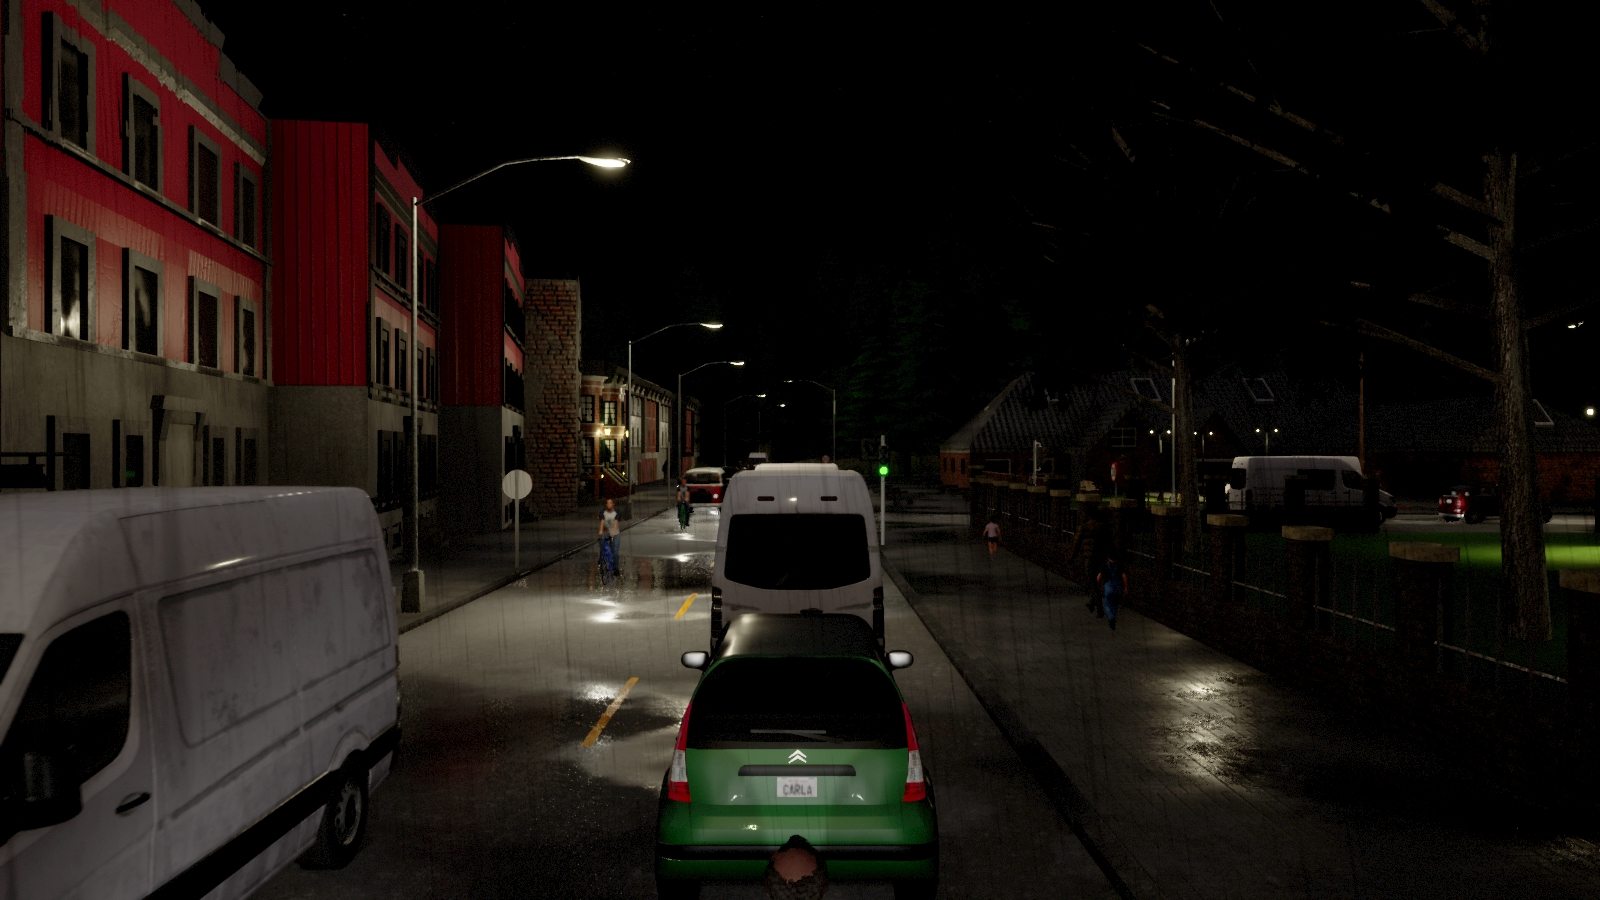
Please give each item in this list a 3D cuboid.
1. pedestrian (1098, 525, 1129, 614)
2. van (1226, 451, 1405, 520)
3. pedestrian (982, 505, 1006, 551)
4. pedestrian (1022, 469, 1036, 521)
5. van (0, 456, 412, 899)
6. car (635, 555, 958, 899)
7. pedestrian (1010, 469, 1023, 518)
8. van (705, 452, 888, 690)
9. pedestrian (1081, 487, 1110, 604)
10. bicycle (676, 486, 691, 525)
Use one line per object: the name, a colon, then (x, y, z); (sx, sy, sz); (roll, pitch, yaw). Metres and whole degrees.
pedestrian: (4.751, 1.805, 17.320); (0.375, 1.300, 0.375); (0, 0, 0)
van: (19.552, 1.314, 43.543); (5.915, 2.561, 1.988); (0, 0, 1)
pedestrian: (4.749, 1.904, 27.956); (0.500, 1.100, 0.500); (0, 0, 0)
pedestrian: (8.321, 1.629, 41.507); (0.375, 1.860, 0.375); (0, 0, -7)
van: (-4.028, 1.315, 6.005); (1.988, 2.561, 5.915); (0, 0, 0)
car: (-0.023, 1.779, 8.527); (1.851, 1.617, 3.988); (0, 0, 0)
pedestrian: (8.127, 1.629, 42.918); (0.375, 1.860, 0.375); (0, 0, -5)
van: (-0.048, 1.314, 15.312); (1.988, 2.561, 5.915); (0, 0, 0)
pedestrian: (4.765, 1.525, 18.412); (0.375, 1.860, 0.375); (0, 0, 0)
bicycle: (-4.093, 1.936, 40.111); (0.373, 1.296, 1.643); (0, 0, 0)
